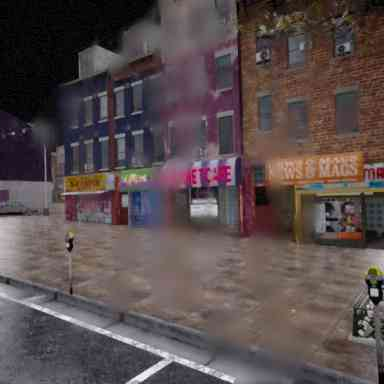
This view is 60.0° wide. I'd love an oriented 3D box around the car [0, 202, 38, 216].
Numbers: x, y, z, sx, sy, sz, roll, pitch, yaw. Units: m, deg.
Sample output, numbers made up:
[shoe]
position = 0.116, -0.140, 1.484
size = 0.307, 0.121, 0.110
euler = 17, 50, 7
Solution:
[car]
position = -17.179, 1.621, 30.825
size = 2.033, 1.411, 5.357
euler = -2, -1, 36
